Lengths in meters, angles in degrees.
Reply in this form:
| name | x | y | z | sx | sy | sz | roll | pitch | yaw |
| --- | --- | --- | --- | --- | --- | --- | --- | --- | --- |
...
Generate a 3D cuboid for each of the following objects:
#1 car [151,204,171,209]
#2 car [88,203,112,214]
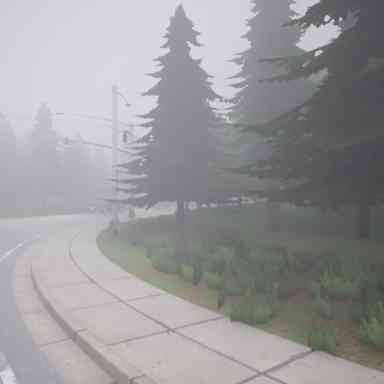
| name | x | y | z | sx | sy | sz | roll | pitch | yaw |
| --- | --- | --- | --- | --- | --- | --- | --- | --- | --- |
| car | -4.614 | 1.587 | 45.362 | 1.812 | 1.442 | 4.674 | 0 | 0 | 28 |
| car | -9.226 | 1.546 | 36.440 | 2.128 | 1.511 | 4.902 | 0 | 0 | 26 |
